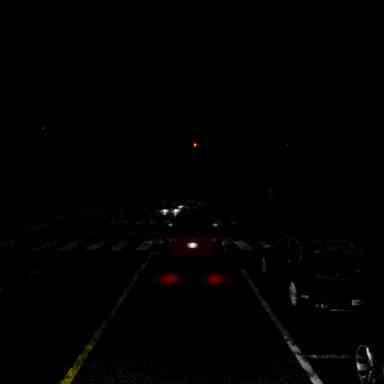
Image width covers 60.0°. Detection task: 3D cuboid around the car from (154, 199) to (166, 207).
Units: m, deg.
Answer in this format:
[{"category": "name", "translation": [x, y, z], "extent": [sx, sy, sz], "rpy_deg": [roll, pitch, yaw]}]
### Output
[{"category": "car", "translation": [-5.847, 2.017, 61.592], "extent": [1.802, 1.307, 4.206], "rpy_deg": [0, 0, 0]}]

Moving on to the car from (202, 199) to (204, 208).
[{"category": "car", "translation": [2.701, 1.878, 45.241], "extent": [1.947, 1.339, 4.313], "rpy_deg": [0, 0, 0]}]

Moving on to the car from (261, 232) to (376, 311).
[{"category": "car", "translation": [2.754, 1.601, 7.665], "extent": [2.008, 1.369, 4.403], "rpy_deg": [0, 0, 0]}]

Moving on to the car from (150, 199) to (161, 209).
[{"category": "car", "translation": [-5.832, 1.904, 50.678], "extent": [2.008, 1.369, 4.403], "rpy_deg": [0, 0, 0]}]

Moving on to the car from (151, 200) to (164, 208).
[{"category": "car", "translation": [-5.839, 1.976, 56.135], "extent": [1.802, 1.307, 4.206], "rpy_deg": [0, 0, 0]}]

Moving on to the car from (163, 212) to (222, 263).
[{"category": "car", "translation": [0.035, 1.646, 12.352], "extent": [1.994, 1.385, 4.181], "rpy_deg": [0, -1, 1]}]

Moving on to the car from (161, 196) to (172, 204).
[{"category": "car", "translation": [-5.869, 1.874, 77.965], "extent": [2.192, 1.841, 5.009], "rpy_deg": [0, 0, 0]}]

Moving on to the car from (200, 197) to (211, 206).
[{"category": "car", "translation": [2.671, 1.916, 67.068], "extent": [1.967, 1.590, 4.097], "rpy_deg": [0, 0, 0]}]

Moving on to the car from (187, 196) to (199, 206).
[{"category": "car", "translation": [-0.041, 1.980, 64.057], "extent": [1.812, 1.442, 4.674], "rpy_deg": [0, 0, 0]}]

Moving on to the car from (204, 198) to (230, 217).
[{"category": "car", "translation": [2.716, 1.546, 34.331], "extent": [2.192, 1.841, 5.009], "rpy_deg": [0, 0, 0]}]

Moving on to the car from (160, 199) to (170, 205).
[{"category": "car", "translation": [-5.862, 2.099, 72.506], "extent": [1.802, 1.307, 4.206], "rpy_deg": [0, 0, 0]}]

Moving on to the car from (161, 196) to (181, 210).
[{"category": "car", "translation": [-3.153, 1.826, 50.055], "extent": [1.882, 1.535, 5.008], "rpy_deg": [0, 0, 0]}]

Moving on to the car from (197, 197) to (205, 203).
[{"category": "car", "translation": [2.238, 2.117, 84.983], "extent": [1.837, 1.490, 4.892], "rpy_deg": [0, 0, 0]}]

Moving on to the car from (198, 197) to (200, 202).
[{"category": "car", "translation": [2.679, 1.875, 61.611], "extent": [1.967, 1.590, 4.097], "rpy_deg": [0, 0, 0]}]

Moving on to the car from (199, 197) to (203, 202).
[{"category": "car", "translation": [2.686, 1.945, 56.154], "extent": [2.008, 1.369, 4.403], "rpy_deg": [0, 0, 0]}]

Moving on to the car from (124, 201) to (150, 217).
[{"category": "car", "translation": [-5.809, 1.797, 34.308], "extent": [1.947, 1.339, 4.313], "rpy_deg": [0, 0, 0]}]

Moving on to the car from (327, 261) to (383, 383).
[{"category": "car", "translation": [2.762, 1.581, 2.151], "extent": [1.947, 1.339, 4.313], "rpy_deg": [0, 0, 0]}]

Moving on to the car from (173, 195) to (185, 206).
[{"category": "car", "translation": [-3.096, 1.710, 66.575], "extent": [2.150, 2.045, 5.566], "rpy_deg": [0, 0, 0]}]

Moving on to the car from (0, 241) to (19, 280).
[{"category": "car", "translation": [-5.771, 1.574, 7.474], "extent": [1.752, 1.417, 4.829], "rpy_deg": [0, 0, 0]}]

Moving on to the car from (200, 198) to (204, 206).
[{"category": "car", "translation": [2.694, 1.904, 50.697], "extent": [2.008, 1.369, 4.403], "rpy_deg": [0, 0, 0]}]
